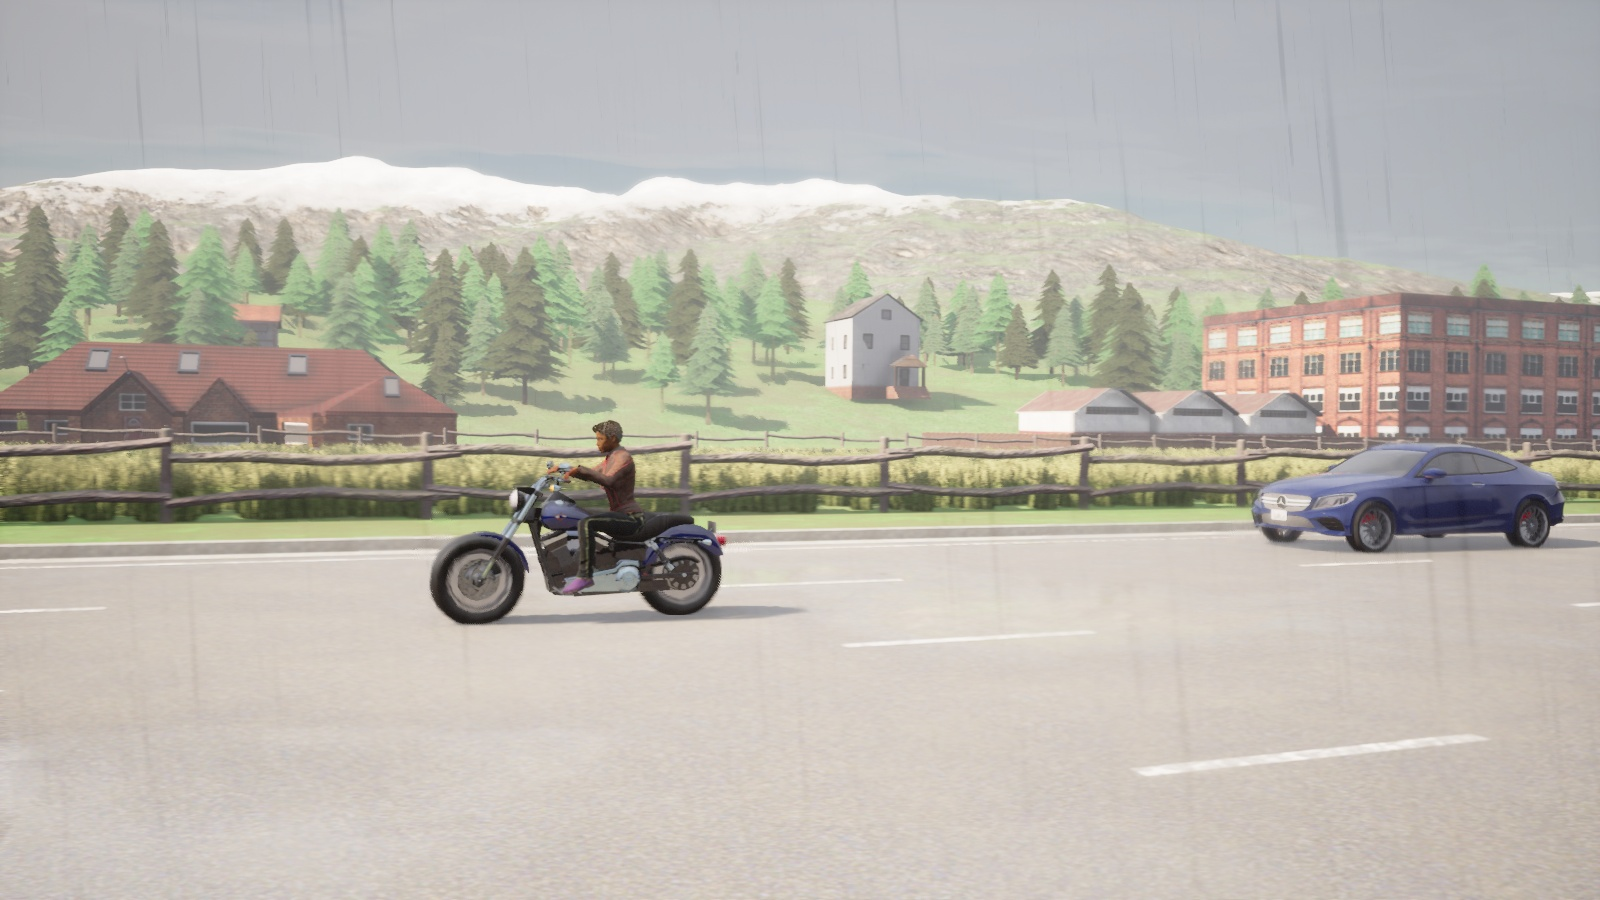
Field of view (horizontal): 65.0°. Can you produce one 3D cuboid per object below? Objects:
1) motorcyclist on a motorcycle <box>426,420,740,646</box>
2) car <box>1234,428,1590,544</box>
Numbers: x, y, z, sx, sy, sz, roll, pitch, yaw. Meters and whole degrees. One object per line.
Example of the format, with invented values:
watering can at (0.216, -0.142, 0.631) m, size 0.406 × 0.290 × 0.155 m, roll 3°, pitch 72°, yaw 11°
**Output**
motorcyclist on a motorcycle at (-1.732, 0.603, 10.068) m, size 2.350 × 1.649 × 0.766 m, roll -1°, pitch 1°, yaw -21°
car at (8.646, 0.441, 17.752) m, size 4.674 × 1.442 × 1.812 m, roll -1°, pitch 1°, yaw -21°
